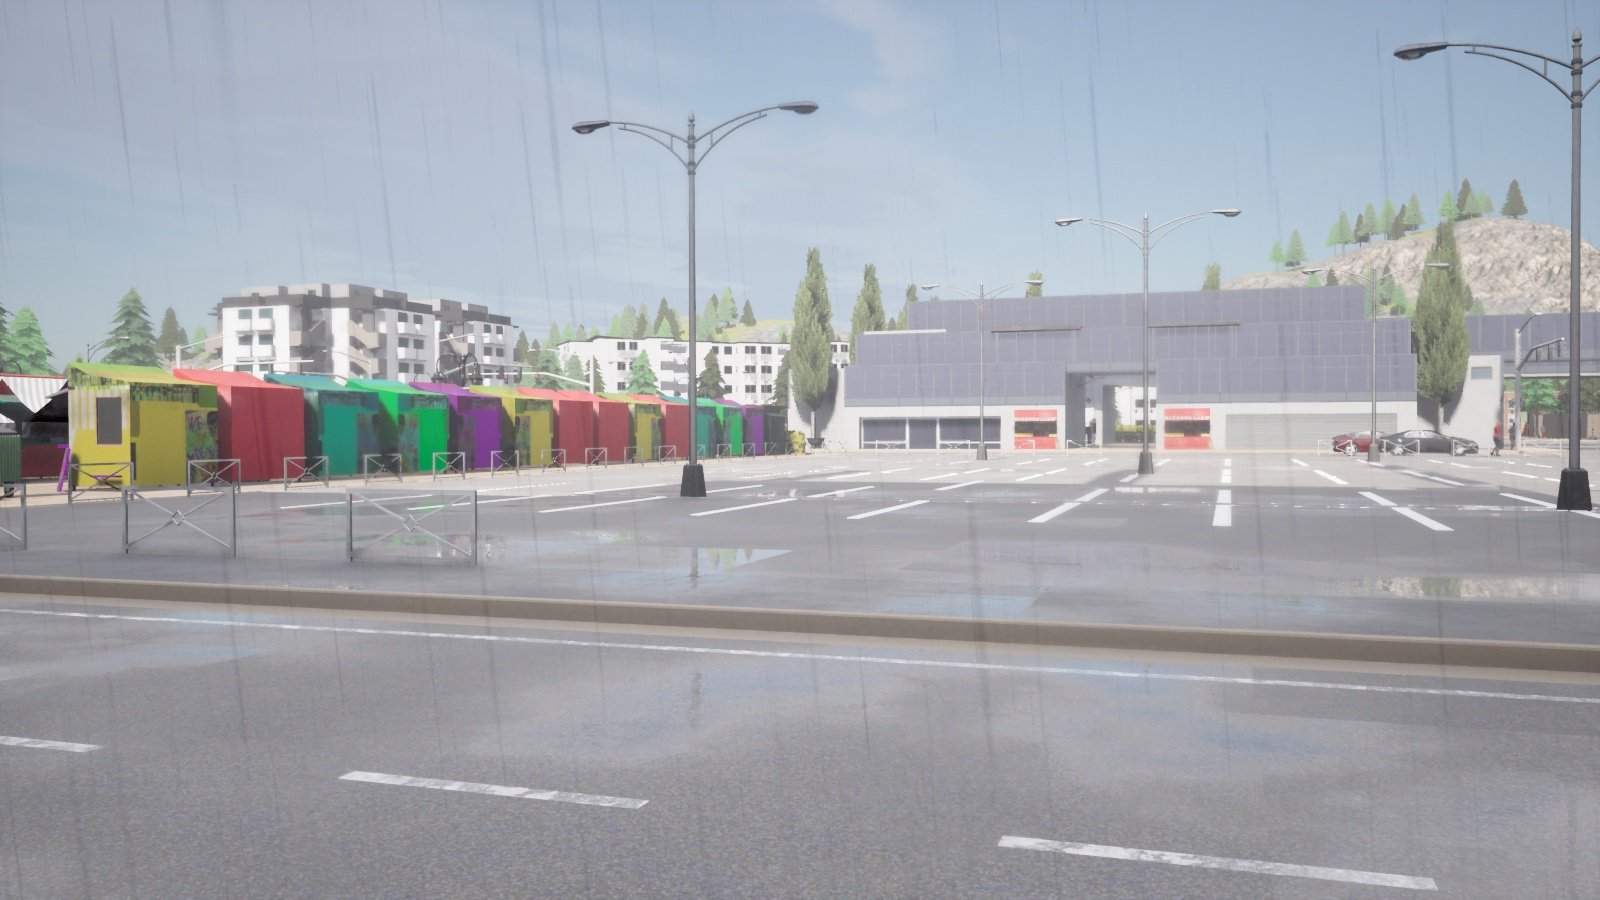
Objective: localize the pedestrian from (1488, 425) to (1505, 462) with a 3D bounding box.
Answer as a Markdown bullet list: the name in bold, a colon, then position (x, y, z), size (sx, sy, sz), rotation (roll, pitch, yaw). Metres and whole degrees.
- **pedestrian**: position (34.737, -0.332, 62.609), size (0.636, 1.846, 0.331), rotation (0, 1, 4)

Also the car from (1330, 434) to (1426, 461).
- **car**: position (32.991, -0.145, 71.838), size (4.792, 1.488, 2.163), rotation (1, 1, 20)

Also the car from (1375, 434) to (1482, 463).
- **car**: position (33.860, -0.120, 67.801), size (4.902, 1.511, 2.128), rotation (1, 1, 20)
